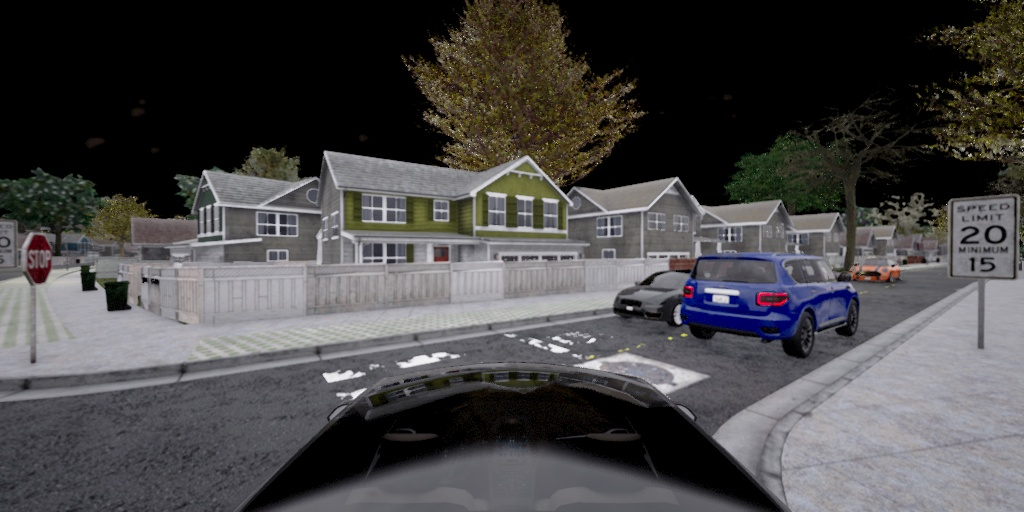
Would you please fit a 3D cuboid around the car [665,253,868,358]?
[{"bbox_3d":[6.337,0.941,8.647,5.566,2.045,2.150,0,1,-35],"label":"car"}]

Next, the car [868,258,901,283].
[{"bbox_3d":[26.698,0.977,26.332,4.553,1.767,2.097,0,1,-35],"label":"car"}]

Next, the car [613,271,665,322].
[{"bbox_3d":[5.264,1.202,11.377,4.892,1.490,1.837,0,1,-35],"label":"car"}]
